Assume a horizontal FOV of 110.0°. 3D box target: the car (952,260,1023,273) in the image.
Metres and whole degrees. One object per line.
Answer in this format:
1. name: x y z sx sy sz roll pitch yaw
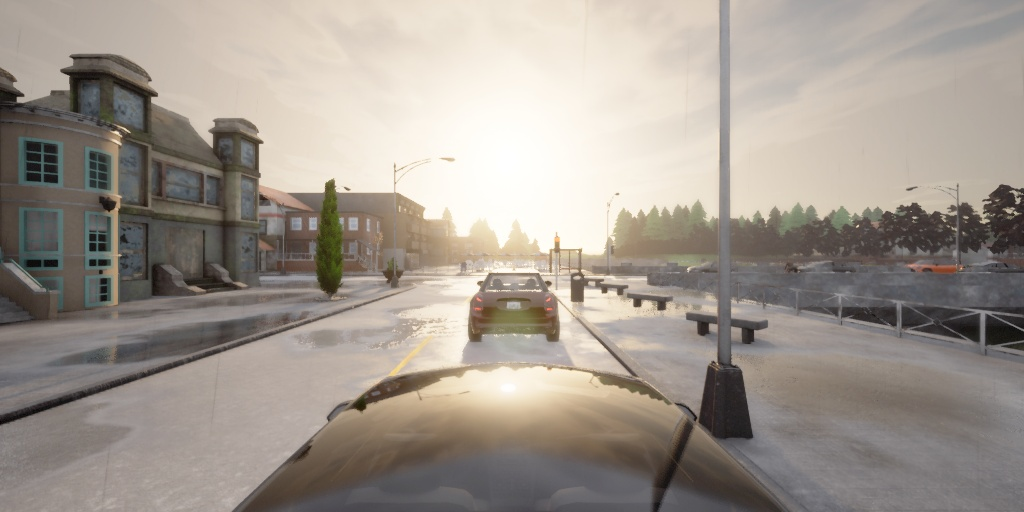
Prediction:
1. car: 40.464 1.255 29.898 4.892 1.490 1.837 0 0 1

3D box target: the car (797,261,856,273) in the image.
1. car: 29.634 1.255 34.038 4.892 1.490 1.837 0 0 0

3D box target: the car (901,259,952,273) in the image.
1. car: 39.592 1.103 33.987 4.553 1.767 2.097 0 0 0

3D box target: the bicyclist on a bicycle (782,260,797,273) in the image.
1. bicyclist on a bicycle: 19.889 1.099 25.676 0.582 1.620 1.656 0 0 0

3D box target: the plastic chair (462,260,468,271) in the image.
1. plastic chair: -6.880 1.279 55.391 0.750 1.272 0.730 0 0 0

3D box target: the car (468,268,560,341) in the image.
1. car: 0.065 1.102 9.995 2.097 1.767 4.553 0 0 1

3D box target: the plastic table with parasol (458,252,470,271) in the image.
1. plastic table with parasol: -6.950 0.675 56.569 2.482 2.480 2.482 0 0 0

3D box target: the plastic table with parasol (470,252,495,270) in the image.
1. plastic table with parasol: -4.082 0.675 49.970 2.482 2.480 2.482 0 0 0

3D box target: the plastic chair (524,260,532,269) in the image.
1. plastic chair: 2.396 1.279 49.228 0.730 1.272 0.750 0 0 0

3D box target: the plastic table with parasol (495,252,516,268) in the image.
1. plastic table with parasol: -1.029 0.675 56.940 2.482 2.480 2.482 0 0 0

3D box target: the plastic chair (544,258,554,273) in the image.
1. plastic chair: 4.995 1.279 49.020 0.730 1.272 0.750 0 0 0

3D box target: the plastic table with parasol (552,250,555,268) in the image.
1. plastic table with parasol: 5.174 0.675 57.819 2.482 2.480 2.482 0 0 0

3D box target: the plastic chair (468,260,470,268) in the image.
1. plastic chair: -5.401 1.279 50.054 0.730 1.272 0.750 0 0 0

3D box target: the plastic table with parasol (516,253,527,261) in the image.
1. plastic table with parasol: 1.366 0.675 64.542 2.482 2.480 2.482 0 0 0

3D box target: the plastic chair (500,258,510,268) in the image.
1. plastic chair: -1.083 1.279 55.740 0.750 1.272 0.730 0 0 0

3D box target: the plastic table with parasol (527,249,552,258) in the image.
1. plastic table with parasol: 3.736 0.675 49.194 2.482 2.480 2.482 0 0 0

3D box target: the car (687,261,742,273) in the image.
1. car: 19.235 1.241 34.077 4.902 1.511 2.128 0 0 0

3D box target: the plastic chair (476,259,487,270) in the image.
1. plastic chair: -4.206 1.279 48.750 0.750 1.272 0.730 0 0 0

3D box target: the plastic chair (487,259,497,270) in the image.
1. plastic chair: -2.802 1.279 49.846 0.730 1.272 0.750 0 0 0

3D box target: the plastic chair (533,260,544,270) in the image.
1. plastic chair: 3.592 1.279 47.924 0.750 1.272 0.730 0 0 0

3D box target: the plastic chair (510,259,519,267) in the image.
1. plastic chair: 0.321 1.279 56.835 0.730 1.272 0.750 0 0 0

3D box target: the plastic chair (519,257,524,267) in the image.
1. plastic chair: 1.246 1.279 63.364 0.750 1.272 0.730 0 0 0
